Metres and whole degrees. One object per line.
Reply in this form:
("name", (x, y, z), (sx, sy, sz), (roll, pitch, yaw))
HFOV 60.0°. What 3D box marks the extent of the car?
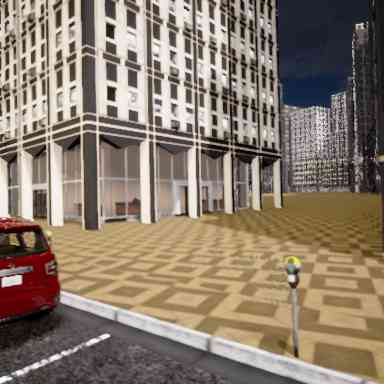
("car", (-4.480, 1.389, 6.261), (5.009, 1.841, 2.192), (-1, -2, 38))
